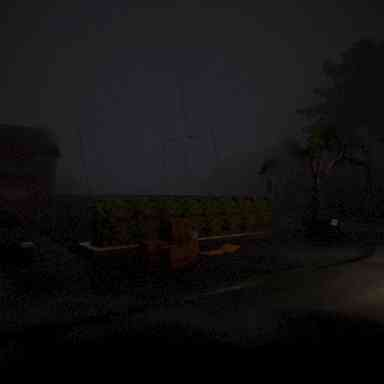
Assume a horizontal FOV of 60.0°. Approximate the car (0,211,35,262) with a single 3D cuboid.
[{"bbox_3d":[-6.443,1.356,10.801,2.033,1.415,5.357,0,0,-33],"label":"car"}]
